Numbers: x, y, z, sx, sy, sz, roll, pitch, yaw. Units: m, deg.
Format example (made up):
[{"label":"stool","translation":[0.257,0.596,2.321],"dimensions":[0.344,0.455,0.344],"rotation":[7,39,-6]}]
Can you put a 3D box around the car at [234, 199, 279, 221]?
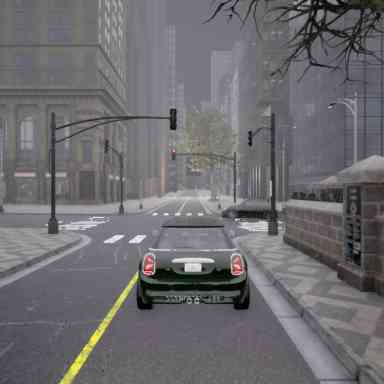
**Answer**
[{"label":"car","translation":[4.726,1.377,26.962],"dimensions":[4.553,1.767,2.097],"rotation":[1,0,14]}]

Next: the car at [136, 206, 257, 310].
[{"label":"car","translation":[0.034,1.352,7.997],"dimensions":[2.097,1.767,4.553],"rotation":[0,0,0]}]
